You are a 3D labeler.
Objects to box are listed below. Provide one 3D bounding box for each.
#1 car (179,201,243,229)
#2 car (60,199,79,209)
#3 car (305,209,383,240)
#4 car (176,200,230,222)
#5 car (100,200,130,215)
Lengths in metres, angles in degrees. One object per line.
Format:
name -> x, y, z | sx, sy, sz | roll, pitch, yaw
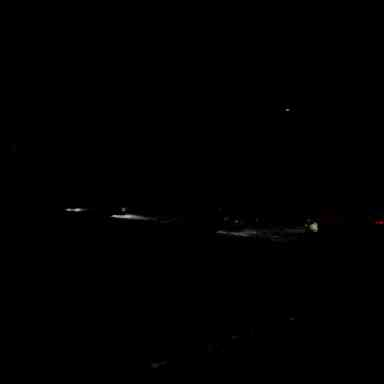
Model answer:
car -> 1.286, 1.542, 22.407 | 1.882, 1.535, 5.008 | -1, 1, -35
car -> -18.482, 1.757, 50.110 | 1.994, 1.385, 4.181 | -1, 0, -36
car -> 8.098, 1.563, 17.345 | 1.994, 1.385, 4.181 | -2, 1, -38
car -> 0.796, 1.524, 27.962 | 1.882, 1.535, 5.008 | -1, 0, -34
car -> -8.435, 1.618, 36.103 | 2.128, 1.511, 4.902 | -1, 0, -36
